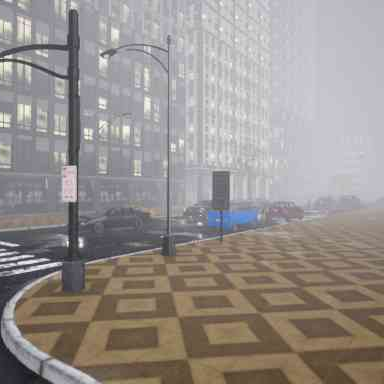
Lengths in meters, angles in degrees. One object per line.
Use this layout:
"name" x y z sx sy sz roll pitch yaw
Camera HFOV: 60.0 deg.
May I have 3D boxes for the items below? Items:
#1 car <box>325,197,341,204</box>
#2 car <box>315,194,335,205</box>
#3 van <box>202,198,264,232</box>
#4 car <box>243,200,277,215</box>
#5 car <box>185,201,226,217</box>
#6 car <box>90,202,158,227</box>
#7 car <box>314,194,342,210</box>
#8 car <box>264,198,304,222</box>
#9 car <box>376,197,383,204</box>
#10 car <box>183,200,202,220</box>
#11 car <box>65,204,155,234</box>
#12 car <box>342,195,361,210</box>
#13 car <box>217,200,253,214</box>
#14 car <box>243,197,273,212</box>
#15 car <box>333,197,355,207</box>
"car" 28.455 1.624 66.978 2.008 1.369 4.403 0 0 38
"car" 25.063 1.381 62.569 2.192 1.841 5.009 0 0 38
"van" 2.601 1.368 20.264 1.690 1.788 3.998 0 0 38
"car" 7.303 1.594 35.417 1.994 1.385 4.181 0 0 38
"car" 1.316 1.604 31.700 1.802 1.307 4.206 0 0 38
"car" -4.790 1.540 23.975 1.752 1.417 4.829 0 0 38
"car" 17.940 1.400 44.430 2.097 1.767 4.553 0 0 38
"car" 7.561 1.472 26.894 1.967 1.590 4.097 0 0 38
"car" 38.092 1.658 66.582 1.947 1.339 4.313 0 0 38
"car" 1.253 1.375 27.567 2.097 1.767 4.553 0 0 38
"car" -4.723 1.564 19.806 2.033 1.411 5.357 0 0 38
"car" 21.131 1.368 44.534 2.192 1.841 5.009 0 0 38
"car" 4.708 1.571 36.110 1.887 1.381 4.507 0 0 38
"car" 8.101 1.471 40.520 1.967 1.590 4.097 0 0 38
"car" 23.991 1.552 52.291 2.128 1.511 4.902 0 0 37
